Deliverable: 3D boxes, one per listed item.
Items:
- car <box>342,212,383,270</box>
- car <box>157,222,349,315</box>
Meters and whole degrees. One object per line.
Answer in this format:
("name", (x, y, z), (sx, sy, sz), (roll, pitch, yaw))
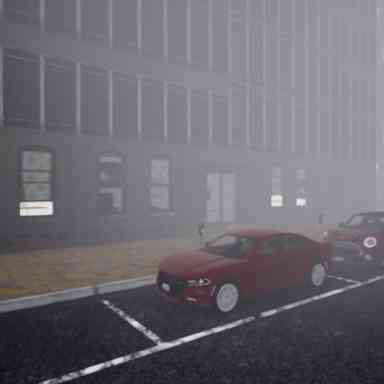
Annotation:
("car", (5.857, 1.382, 10.732), (4.097, 1.590, 1.967), (0, 0, -36))
("car", (1.347, 1.516, 7.515), (4.507, 1.381, 1.887), (0, 0, -36))
